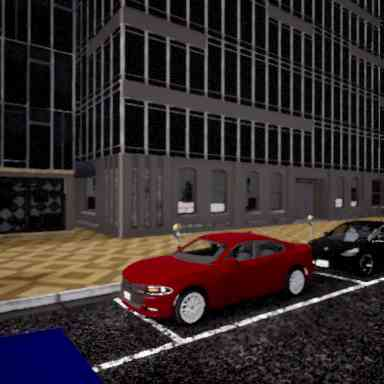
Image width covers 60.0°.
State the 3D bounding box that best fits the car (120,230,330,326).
[{"bbox_3d":[0.716,1.553,7.069,4.507,1.381,1.887,0,0,-36],"label":"car"}]

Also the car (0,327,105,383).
[{"bbox_3d":[-2.727,1.598,1.432,4.718,1.301,1.895,0,0,-36],"label":"car"}]

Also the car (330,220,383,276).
[{"bbox_3d":[5.350,1.584,10.376,4.313,1.339,1.947,0,0,-36],"label":"car"}]
